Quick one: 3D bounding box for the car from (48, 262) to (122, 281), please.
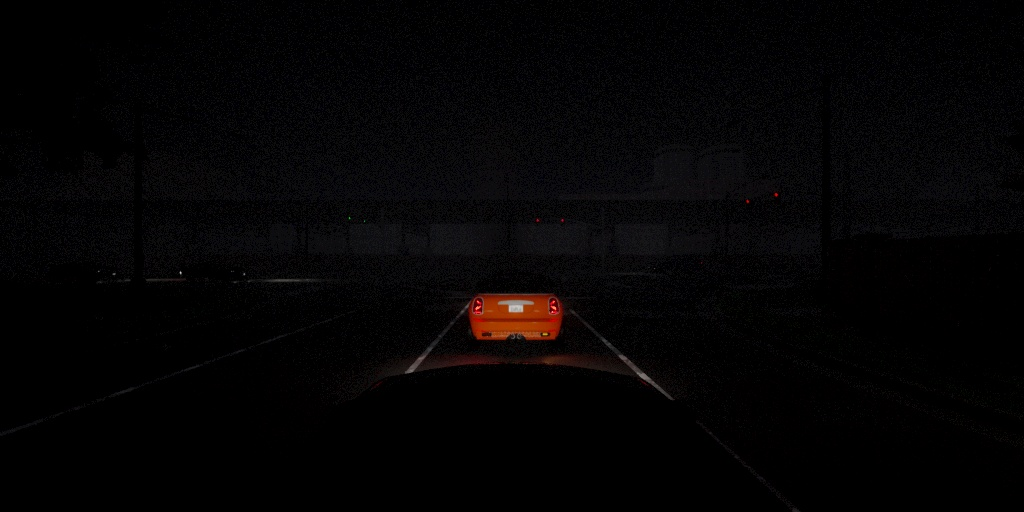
[{"bbox_3d":[-35.472,1.239,29.863,4.902,1.511,2.128,0,0,3],"label":"car"}]

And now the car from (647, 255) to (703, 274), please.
[{"bbox_3d":[17.764,0.890,39.171,5.566,2.045,2.150,0,0,1],"label":"car"}]

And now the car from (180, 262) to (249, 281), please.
[{"bbox_3d":[-24.460,1.239,29.536,4.902,1.511,2.128,0,0,1],"label":"car"}]

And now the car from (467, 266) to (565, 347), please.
[{"bbox_3d":[0.081,1.102,9.502,2.097,1.767,4.553,0,0,0],"label":"car"}]
